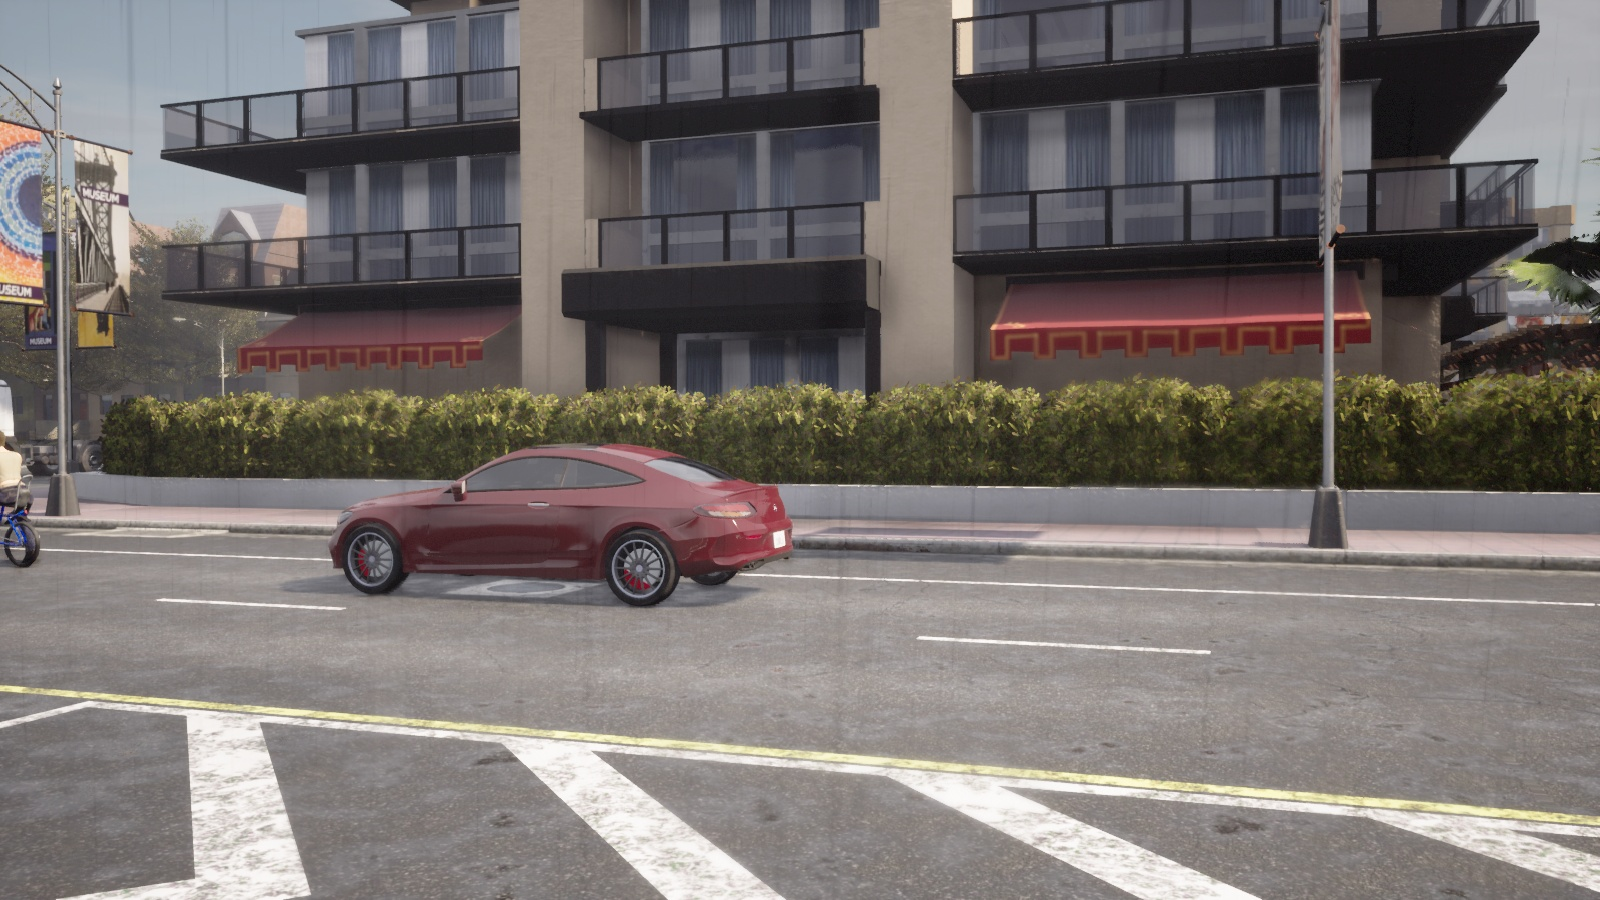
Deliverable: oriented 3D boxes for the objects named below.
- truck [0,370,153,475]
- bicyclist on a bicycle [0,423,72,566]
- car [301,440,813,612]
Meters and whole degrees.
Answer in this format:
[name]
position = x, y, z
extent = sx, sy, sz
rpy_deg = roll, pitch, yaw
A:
[truck]
position = -26.963, -0.961, 43.958
extent = 2.891, 3.462, 7.936
rpy_deg = 1, 1, 18
[bicyclist on a bicycle]
position = -9.546, 0.490, 14.820
extent = 1.509, 1.612, 0.866
rpy_deg = 1, 1, 19
[car]
position = -2.382, 0.645, 12.406
extent = 4.674, 1.442, 1.812
rpy_deg = 1, 1, 19
